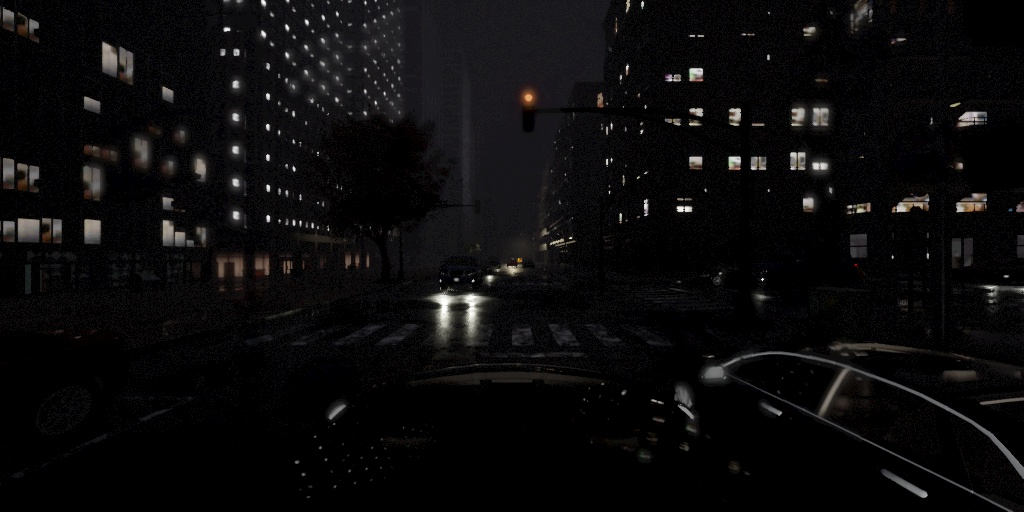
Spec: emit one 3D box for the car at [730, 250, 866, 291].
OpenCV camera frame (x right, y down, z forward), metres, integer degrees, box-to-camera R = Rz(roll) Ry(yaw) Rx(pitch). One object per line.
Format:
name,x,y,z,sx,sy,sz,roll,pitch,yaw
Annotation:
car,15.434,0.740,19.440,5.566,2.045,2.150,-1,0,-1

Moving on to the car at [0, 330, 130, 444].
car,-5.692,1.295,2.602,1.888,1.381,4.507,0,0,0

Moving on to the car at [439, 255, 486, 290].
car,-3.092,0.980,22.698,2.150,2.045,5.566,0,0,0

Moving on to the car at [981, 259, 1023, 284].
car,29.369,0.830,19.570,4.892,1.490,1.837,-1,0,-1

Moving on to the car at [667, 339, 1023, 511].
car,2.689,1.300,2.598,2.007,1.370,4.403,0,0,0

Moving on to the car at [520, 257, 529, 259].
car,2.718,1.316,62.769,1.751,1.417,4.829,0,0,0

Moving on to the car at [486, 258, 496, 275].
car,-3.082,1.246,39.202,1.882,1.535,5.008,0,0,0

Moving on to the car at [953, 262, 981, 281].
car,30.146,0.859,22.170,4.507,1.381,1.888,0,0,-1

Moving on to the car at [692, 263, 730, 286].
car,13.444,1.095,22.009,4.403,1.370,2.007,0,0,-1

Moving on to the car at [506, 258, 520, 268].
car,0.028,1.285,64.309,2.128,1.511,4.902,0,0,0

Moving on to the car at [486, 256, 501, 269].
car,-3.051,1.007,58.862,2.150,2.045,5.566,0,0,0

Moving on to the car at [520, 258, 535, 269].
car,2.716,1.350,57.077,1.948,1.339,4.313,0,0,0
